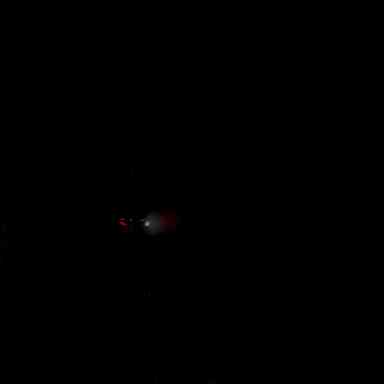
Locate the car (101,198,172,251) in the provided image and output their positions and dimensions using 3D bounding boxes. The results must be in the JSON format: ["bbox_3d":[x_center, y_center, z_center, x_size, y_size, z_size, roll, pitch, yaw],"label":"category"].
[{"bbox_3d":[-2.613,1.297,14.854,2.150,2.045,5.566,1,-1,-22],"label":"car"}]
